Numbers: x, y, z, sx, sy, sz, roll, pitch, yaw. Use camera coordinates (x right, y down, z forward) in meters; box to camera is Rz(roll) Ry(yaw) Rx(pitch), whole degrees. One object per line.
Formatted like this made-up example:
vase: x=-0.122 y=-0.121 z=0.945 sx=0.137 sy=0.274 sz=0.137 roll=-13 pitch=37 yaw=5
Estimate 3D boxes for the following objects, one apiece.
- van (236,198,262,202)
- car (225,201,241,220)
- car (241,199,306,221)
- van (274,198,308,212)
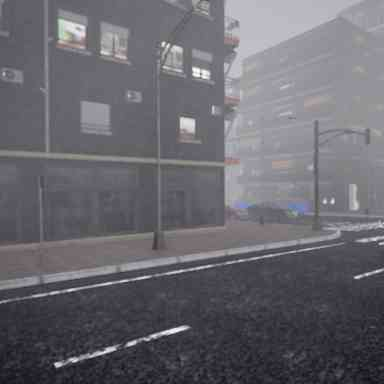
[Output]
van: x=6.736 y=1.543 z=39.166 sx=1.690 sy=1.788 sz=3.998 roll=-2 pitch=0 yaw=-36
car: x=3.311 y=1.780 z=29.734 sx=1.802 sy=1.307 sz=4.206 roll=-2 pitch=0 yaw=-36
car: x=6.993 y=1.632 z=29.059 sx=2.128 sy=1.511 sz=4.902 roll=-1 pitch=0 yaw=-36
van: x=10.050 y=1.469 z=34.649 sx=1.690 sy=1.788 sz=3.998 roll=-2 pitch=0 yaw=-36
